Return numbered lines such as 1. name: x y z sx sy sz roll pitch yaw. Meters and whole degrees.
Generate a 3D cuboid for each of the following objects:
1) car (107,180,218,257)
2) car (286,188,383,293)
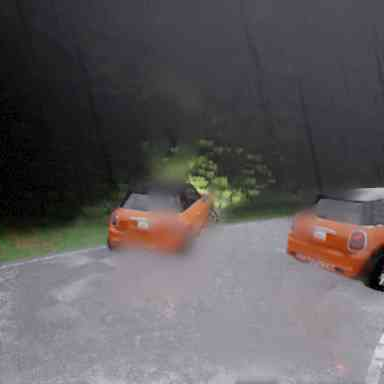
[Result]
1. car: -0.655 0.443 9.986 2.097 1.767 4.553 6 11 13
2. car: 4.401 0.695 7.402 4.553 1.767 2.097 -5 7 -25
